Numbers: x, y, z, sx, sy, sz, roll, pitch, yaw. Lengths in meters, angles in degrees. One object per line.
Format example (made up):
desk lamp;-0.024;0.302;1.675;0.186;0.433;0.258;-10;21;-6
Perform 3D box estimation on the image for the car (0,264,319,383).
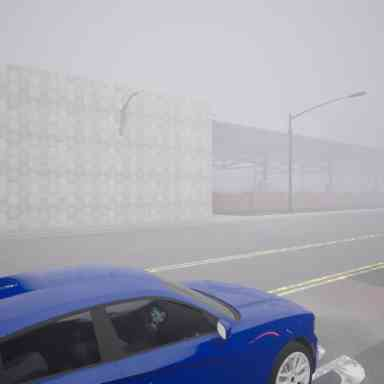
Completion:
car;-0.820;1.478;3.163;5.008;1.535;1.882;0;0;-36
